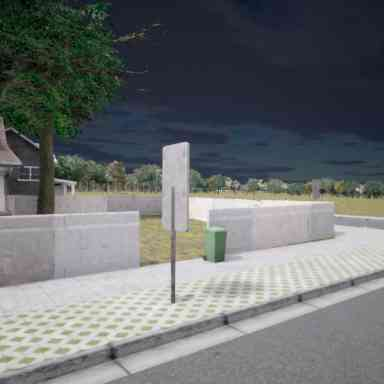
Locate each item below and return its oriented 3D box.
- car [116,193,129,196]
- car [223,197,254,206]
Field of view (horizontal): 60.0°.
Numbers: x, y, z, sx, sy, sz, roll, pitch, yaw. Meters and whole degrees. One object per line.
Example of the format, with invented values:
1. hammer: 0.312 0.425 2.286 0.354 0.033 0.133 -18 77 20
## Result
1. car: -11.593 0.911 55.409 1.994 1.385 4.181 1 1 -36
2. car: 4.001 1.247 33.855 2.033 1.411 5.357 1 0 -36
